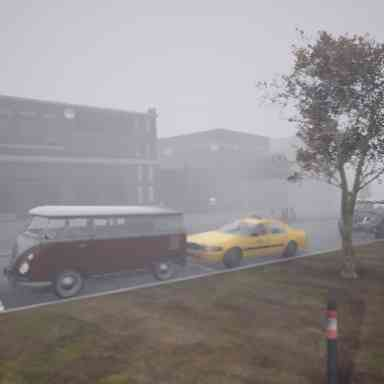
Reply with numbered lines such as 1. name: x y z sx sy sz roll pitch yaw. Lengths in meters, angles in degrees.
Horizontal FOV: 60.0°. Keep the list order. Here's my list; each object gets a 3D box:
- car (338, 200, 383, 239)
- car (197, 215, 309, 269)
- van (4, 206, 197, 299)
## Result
1. car: 10.612 1.512 19.441 5.566 2.045 2.435 2 1 -43
2. car: 2.062 1.623 11.990 5.366 1.575 1.946 1 1 -38
3. van: -2.276 1.350 8.584 4.442 1.987 1.878 1 1 -39
